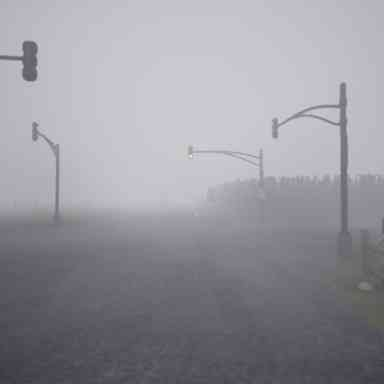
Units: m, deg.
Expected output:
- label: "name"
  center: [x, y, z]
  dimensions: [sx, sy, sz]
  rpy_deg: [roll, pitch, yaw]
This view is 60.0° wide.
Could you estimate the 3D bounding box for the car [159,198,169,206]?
- label: "car"
  center: [-5.634, 2.092, 67.421]
  dimensions: [1.837, 1.490, 4.892]
  rpy_deg: [0, 0, -2]
